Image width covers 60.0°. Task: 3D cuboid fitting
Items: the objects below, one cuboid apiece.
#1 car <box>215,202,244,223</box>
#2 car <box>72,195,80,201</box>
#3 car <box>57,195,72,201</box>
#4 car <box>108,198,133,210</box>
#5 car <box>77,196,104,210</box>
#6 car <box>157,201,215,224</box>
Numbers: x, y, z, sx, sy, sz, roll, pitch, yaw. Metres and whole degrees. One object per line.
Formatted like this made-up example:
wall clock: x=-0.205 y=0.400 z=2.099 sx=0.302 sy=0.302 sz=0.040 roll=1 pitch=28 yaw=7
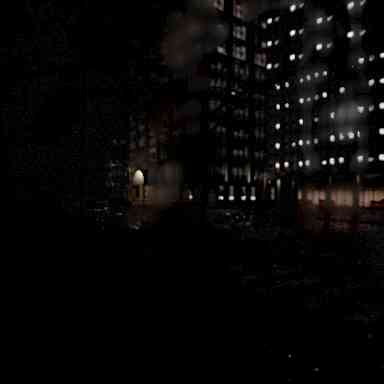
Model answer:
car: x=2.001 y=1.538 z=26.038 sx=1.812 sy=1.442 sz=4.674 roll=1 pitch=0 yaw=-34
car: x=-29.802 y=1.521 z=85.598 sx=1.837 sy=1.490 sz=4.892 roll=1 pitch=-1 yaw=-34
car: x=-32.505 y=1.501 z=83.794 sx=2.033 sy=1.411 sz=5.357 roll=1 pitch=-1 yaw=-34
car: x=-9.281 y=1.463 z=42.968 sx=1.882 sy=1.535 sz=5.008 roll=1 pitch=-1 yaw=-34
car: x=-12.593 y=1.488 z=42.080 sx=1.994 sy=1.385 sz=4.181 roll=1 pitch=-1 yaw=-34
car: x=-0.781 y=1.431 z=24.352 sx=1.882 sy=1.535 sz=5.008 roll=1 pitch=0 yaw=-34
